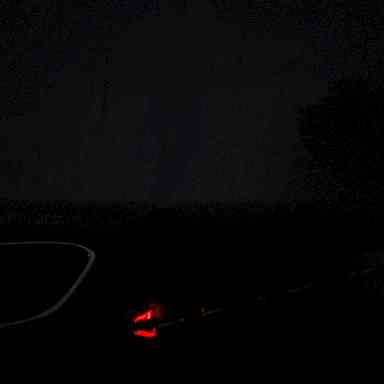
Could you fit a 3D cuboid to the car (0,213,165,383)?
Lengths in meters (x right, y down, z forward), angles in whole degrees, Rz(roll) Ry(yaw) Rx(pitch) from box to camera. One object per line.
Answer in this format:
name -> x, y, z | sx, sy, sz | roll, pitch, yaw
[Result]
car -> -2.838, 1.213, 1.991 | 5.566, 2.045, 2.150 | 1, 0, -36
